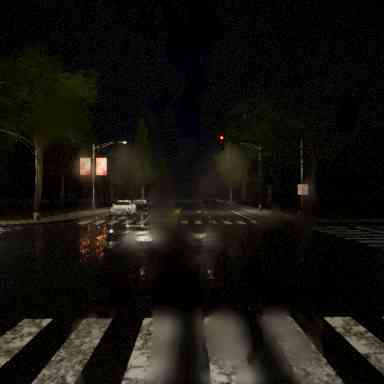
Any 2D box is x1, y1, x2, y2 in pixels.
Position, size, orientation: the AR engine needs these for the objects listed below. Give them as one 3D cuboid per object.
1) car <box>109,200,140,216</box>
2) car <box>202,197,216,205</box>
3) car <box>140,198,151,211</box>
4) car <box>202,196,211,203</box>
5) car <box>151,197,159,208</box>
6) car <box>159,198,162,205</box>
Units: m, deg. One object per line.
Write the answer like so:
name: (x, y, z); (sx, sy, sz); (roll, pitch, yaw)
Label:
car: (-6.616, 1.553, 32.404); (1.812, 1.442, 4.674); (0, 0, 0)
car: (3.301, 1.609, 59.993); (1.882, 1.535, 5.008); (0, 0, 0)
car: (-6.622, 1.650, 41.415); (1.895, 1.301, 4.718); (0, 0, 0)
car: (3.194, 1.715, 72.520); (1.812, 1.442, 4.674); (0, 0, 0)
car: (-6.631, 1.613, 50.507); (1.812, 1.442, 4.674); (0, 0, 0)
car: (-6.607, 1.684, 61.160); (2.033, 1.411, 5.357); (0, 0, 0)
